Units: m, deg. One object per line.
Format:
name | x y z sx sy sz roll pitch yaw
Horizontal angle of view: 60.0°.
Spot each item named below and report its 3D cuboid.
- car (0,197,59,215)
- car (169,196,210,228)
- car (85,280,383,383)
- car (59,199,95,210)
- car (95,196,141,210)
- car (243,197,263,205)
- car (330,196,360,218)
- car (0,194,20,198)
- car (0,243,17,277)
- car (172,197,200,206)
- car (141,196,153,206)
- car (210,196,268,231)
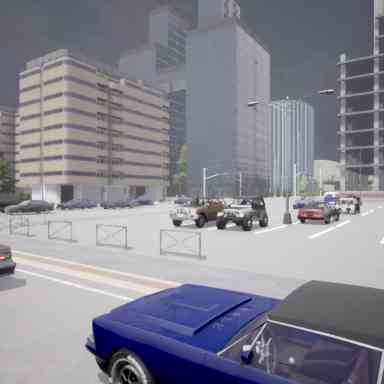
car | -16.312 1.526 33.593 1.812 1.442 4.674 0 0 34
car | 0.645 1.153 20.945 1.932 1.855 4.605 0 0 34
car | 1.120 1.601 3.191 4.718 1.301 1.895 0 0 35
car | -14.549 1.547 42.539 2.033 1.411 5.357 0 0 34
car | -9.614 1.547 43.613 2.033 1.411 5.357 0 0 34
car | 11.358 1.601 61.948 1.895 1.301 4.718 0 0 35
car | 15.038 1.395 32.232 1.970 1.475 3.806 0 0 34
car | -20.259 1.222 34.031 2.150 2.045 5.566 0 0 34
car | -6.724 1.547 8.707 5.357 1.411 2.033 0 0 35
car | -0.927 1.547 56.447 2.033 1.411 5.357 0 0 34
car | -8.194 1.352 51.918 2.097 1.767 4.553 0 0 36
car | 3.012 1.156 19.279 1.905 1.878 3.866 0 0 34
